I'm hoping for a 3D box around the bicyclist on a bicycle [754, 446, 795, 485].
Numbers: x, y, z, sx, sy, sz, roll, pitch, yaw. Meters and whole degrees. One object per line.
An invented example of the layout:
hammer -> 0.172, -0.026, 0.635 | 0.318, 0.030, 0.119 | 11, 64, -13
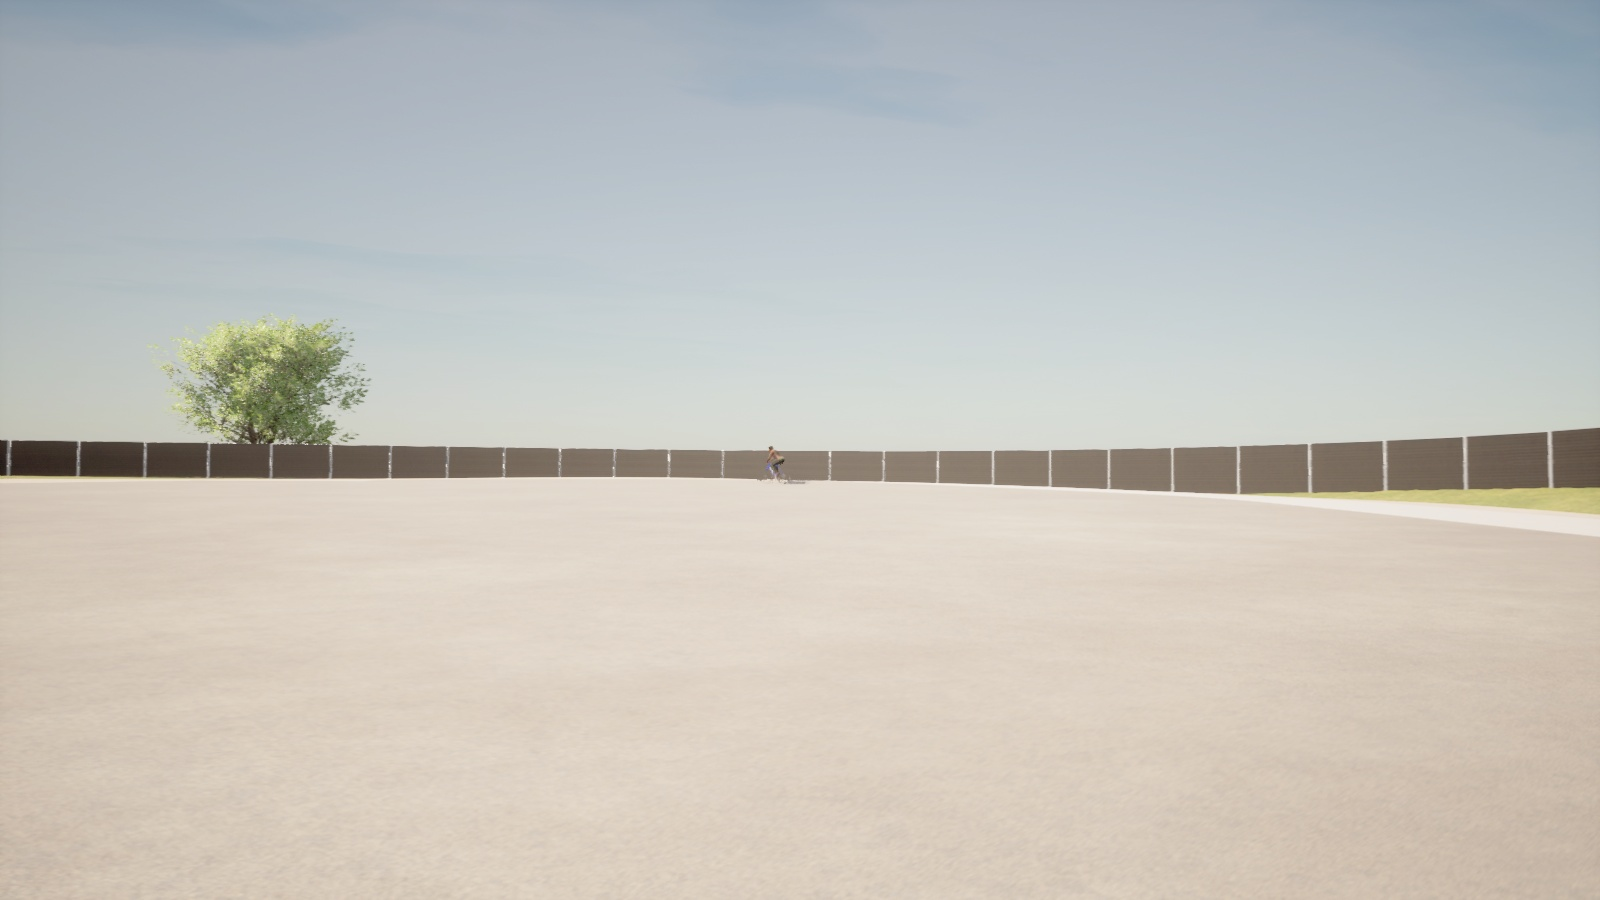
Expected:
bicyclist on a bicycle -> -1.074, 0.653, 53.023 | 1.656, 1.620, 0.582 | 0, 1, 35
